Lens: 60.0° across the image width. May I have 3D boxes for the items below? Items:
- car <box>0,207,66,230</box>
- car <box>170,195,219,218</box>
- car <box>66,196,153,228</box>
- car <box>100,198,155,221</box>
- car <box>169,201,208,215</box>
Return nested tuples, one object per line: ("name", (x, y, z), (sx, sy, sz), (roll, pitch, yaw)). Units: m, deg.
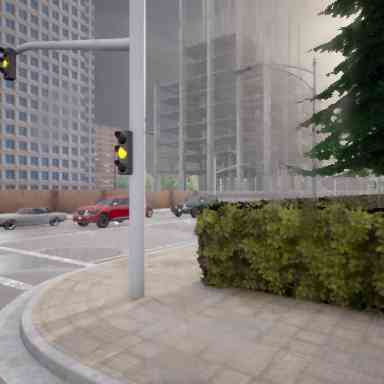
("car", (-10.750, 1.656, 21.801), (1.895, 1.301, 4.718), (0, 0, 35))
("car", (0.528, 1.277, 31.595), (2.150, 2.045, 5.566), (0, 0, 36))
("car", (-5.508, 1.277, 23.168), (2.150, 2.045, 5.566), (0, 0, 33))
("car", (-5.536, 1.407, 29.130), (2.097, 1.767, 4.553), (0, 0, 35))
("car", (-0.309, 1.656, 36.444), (1.895, 1.301, 4.718), (0, 0, 36))
